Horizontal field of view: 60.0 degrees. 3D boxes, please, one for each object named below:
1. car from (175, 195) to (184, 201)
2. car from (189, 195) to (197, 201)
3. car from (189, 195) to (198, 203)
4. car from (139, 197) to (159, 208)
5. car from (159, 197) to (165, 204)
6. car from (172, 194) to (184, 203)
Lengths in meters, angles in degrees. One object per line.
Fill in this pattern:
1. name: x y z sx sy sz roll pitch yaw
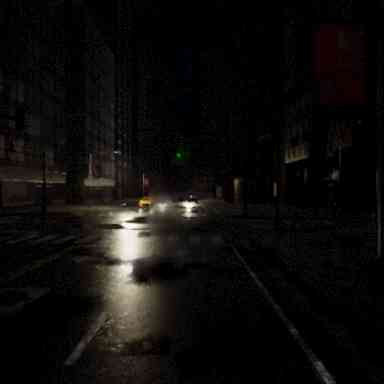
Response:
1. car: -2.956 1.492 80.131 1.994 1.385 4.181 0 0 0
2. car: 0.294 1.492 80.119 1.994 1.385 4.181 0 0 0
3. car: 0.255 1.579 69.700 2.128 1.511 4.902 0 0 0
4. car: -6.397 1.515 48.145 1.882 1.535 5.008 0 0 1
5. car: -6.281 1.655 63.906 1.895 1.301 4.718 0 0 1
6. car: -2.993 1.409 70.065 2.097 1.767 4.553 0 0 0
